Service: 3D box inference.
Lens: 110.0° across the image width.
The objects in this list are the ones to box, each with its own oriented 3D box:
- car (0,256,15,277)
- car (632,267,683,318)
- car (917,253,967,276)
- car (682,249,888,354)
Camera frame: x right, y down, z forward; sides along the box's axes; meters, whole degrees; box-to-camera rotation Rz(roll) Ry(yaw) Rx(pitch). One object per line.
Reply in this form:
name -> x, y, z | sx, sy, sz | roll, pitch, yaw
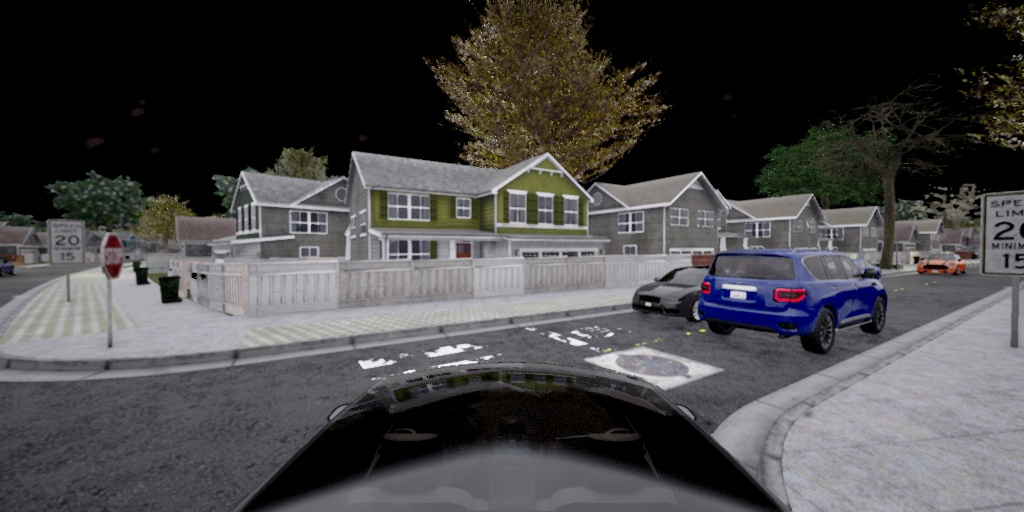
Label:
car -> -41.264, 0.780, 28.139 | 4.553, 1.767, 2.097 | 1, 2, 45
car -> 5.919, 1.080, 11.409 | 4.892, 1.490, 1.837 | -1, 2, -32
car -> 35.058, 0.590, 29.237 | 4.553, 1.767, 2.097 | -1, 1, -31
car -> 6.832, 0.852, 8.619 | 5.566, 2.045, 2.150 | -1, 1, -32
